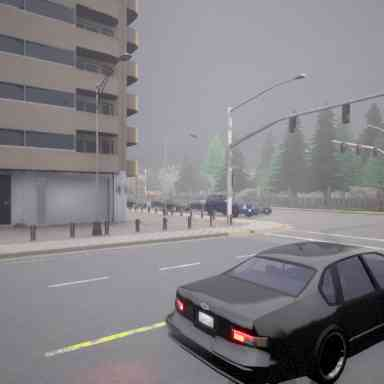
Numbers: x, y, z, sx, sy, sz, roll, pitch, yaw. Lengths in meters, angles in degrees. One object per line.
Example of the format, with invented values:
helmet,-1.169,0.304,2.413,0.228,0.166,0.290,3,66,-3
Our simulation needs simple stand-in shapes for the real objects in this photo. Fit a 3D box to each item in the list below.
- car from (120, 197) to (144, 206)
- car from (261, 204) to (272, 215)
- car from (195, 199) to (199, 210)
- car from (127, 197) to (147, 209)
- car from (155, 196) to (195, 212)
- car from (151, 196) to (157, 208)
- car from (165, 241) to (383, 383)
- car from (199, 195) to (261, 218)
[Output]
car,-10.339,1.603,56.893,2.033,1.411,5.357,0,0,-35
car,6.110,1.619,33.974,1.994,1.385,4.181,0,0,-36
car,1.077,1.581,40.976,1.812,1.442,4.674,0,0,-36
car,-8.185,1.560,47.846,1.837,1.490,4.892,0,0,-36
car,-2.106,1.560,39.393,1.837,1.490,4.892,0,0,-36
car,-4.164,1.407,48.252,2.097,1.767,4.553,0,0,-36
car,2.217,1.547,5.361,5.357,1.411,2.033,0,0,-35
car,3.488,1.277,31.624,2.150,2.045,5.566,0,0,-36
